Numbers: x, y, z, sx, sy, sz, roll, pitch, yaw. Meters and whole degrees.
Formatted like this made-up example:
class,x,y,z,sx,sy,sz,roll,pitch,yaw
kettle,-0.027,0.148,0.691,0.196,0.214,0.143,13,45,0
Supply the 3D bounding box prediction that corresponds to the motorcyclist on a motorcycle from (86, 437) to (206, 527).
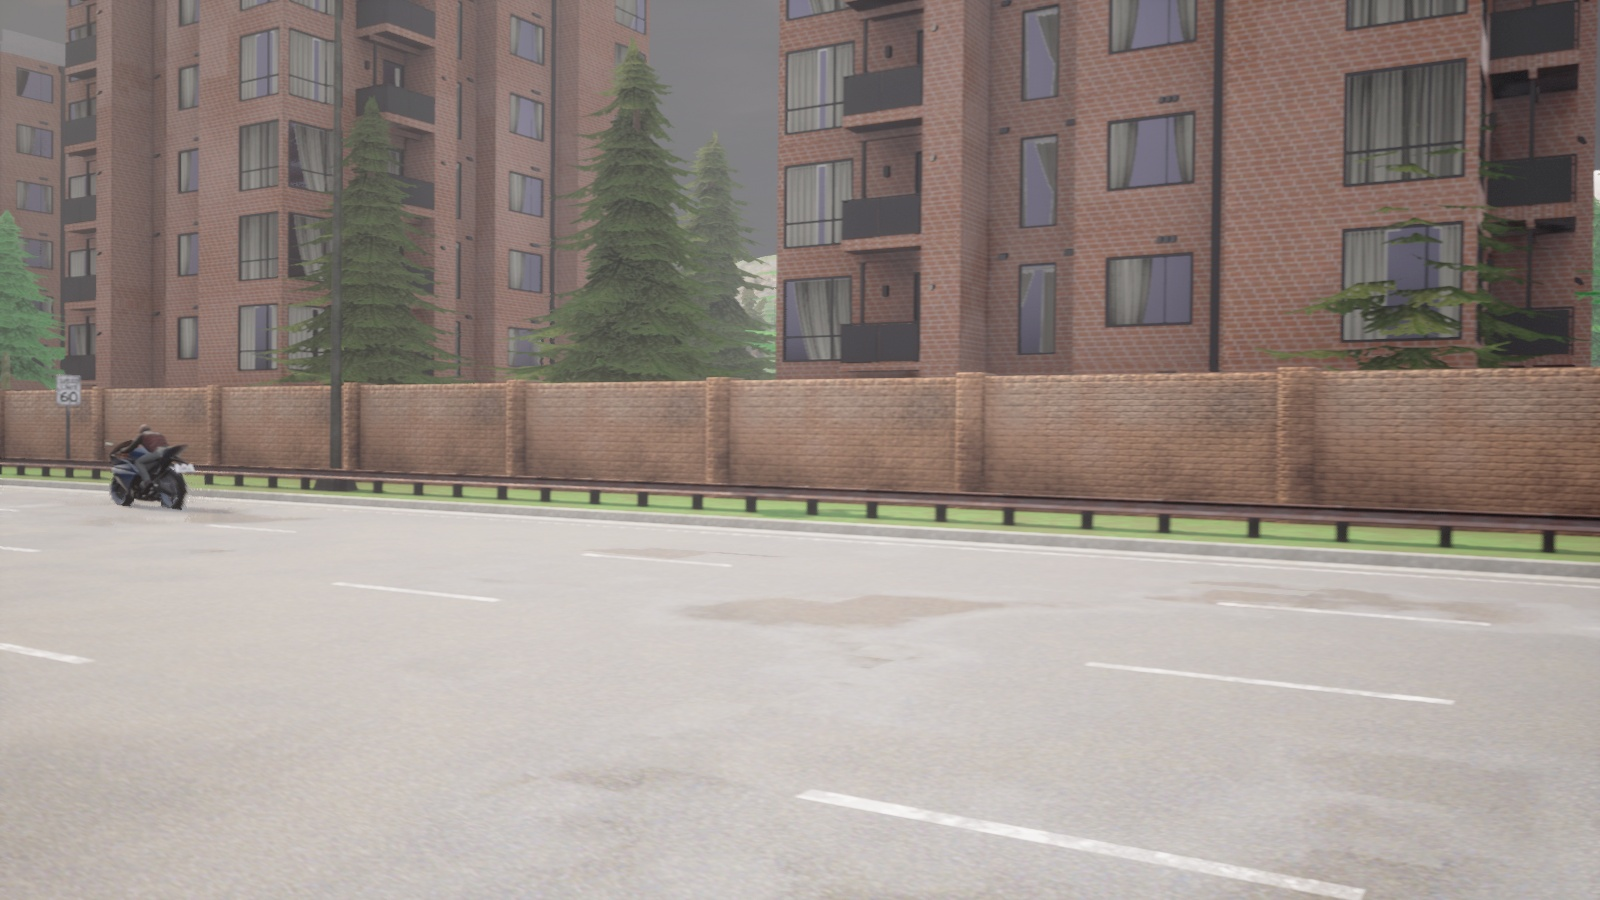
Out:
class,x,y,z,sx,sy,sz,roll,pitch,yaw
motorcyclist on a motorcycle,-11.666,0.539,22.375,2.191,1.530,0.866,0,1,31
